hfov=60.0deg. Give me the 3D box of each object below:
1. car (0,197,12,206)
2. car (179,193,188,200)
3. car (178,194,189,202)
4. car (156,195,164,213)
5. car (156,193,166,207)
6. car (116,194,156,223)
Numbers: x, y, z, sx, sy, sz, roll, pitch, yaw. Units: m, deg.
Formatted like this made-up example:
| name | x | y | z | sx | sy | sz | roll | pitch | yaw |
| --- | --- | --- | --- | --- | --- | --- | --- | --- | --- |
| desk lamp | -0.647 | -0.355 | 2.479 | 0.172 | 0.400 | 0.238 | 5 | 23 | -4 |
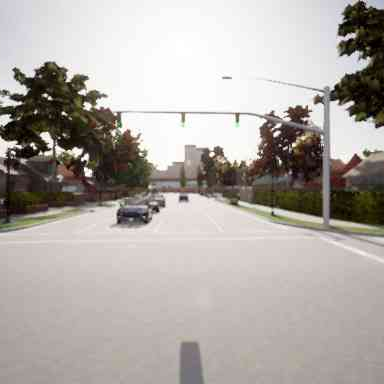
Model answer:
| name | x | y | z | sx | sy | sz | roll | pitch | yaw |
| --- | --- | --- | --- | --- | --- | --- | --- | --- | --- |
| car | -21.124 | 0.887 | 35.017 | 3.806 | 1.475 | 1.970 | 0 | 0 | -1 |
| car | -1.828 | 1.022 | 70.810 | 1.994 | 1.385 | 4.181 | 0 | 1 | -2 |
| car | -1.515 | 1.030 | 60.685 | 1.882 | 1.535 | 5.008 | 0 | 0 | -2 |
| car | -4.247 | 1.313 | 33.477 | 1.994 | 1.385 | 4.181 | 0 | 0 | -1 |
| car | -4.487 | 1.027 | 43.551 | 2.097 | 1.767 | 4.553 | 0 | 0 | -2 |
| car | -3.962 | 1.175 | 23.509 | 2.097 | 1.767 | 4.553 | 0 | 0 | -2 |
